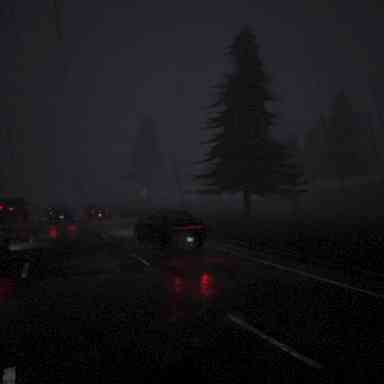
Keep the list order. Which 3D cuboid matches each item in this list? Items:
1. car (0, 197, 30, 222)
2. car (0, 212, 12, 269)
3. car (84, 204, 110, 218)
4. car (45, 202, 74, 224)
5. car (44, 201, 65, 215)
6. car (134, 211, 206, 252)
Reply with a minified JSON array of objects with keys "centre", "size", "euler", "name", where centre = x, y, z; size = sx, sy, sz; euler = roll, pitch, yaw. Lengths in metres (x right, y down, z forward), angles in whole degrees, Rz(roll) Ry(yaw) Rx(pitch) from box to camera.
[{"centre":[-15.433,1.472,28.911],"size":[2.150,2.045,5.566],"euler":[0,0,-24],"name":"car"},{"centre":[-7.177,1.631,10.923],"size":[1.812,1.442,4.674],"euler":[0,0,-25],"name":"car"},{"centre":[-9.357,1.810,32.462],"size":[1.895,1.301,4.718],"euler":[0,0,-24],"name":"car"},{"centre":[-10.752,1.727,27.089],"size":[1.812,1.442,4.674],"euler":[0,0,-25],"name":"car"},{"centre":[-16.067,1.842,38.749],"size":[2.033,1.411,5.357],"euler":[0,0,-24],"name":"car"},{"centre":[-1.112,1.556,14.466],"size":[2.128,1.511,4.902],"euler":[0,0,-25],"name":"car"}]
